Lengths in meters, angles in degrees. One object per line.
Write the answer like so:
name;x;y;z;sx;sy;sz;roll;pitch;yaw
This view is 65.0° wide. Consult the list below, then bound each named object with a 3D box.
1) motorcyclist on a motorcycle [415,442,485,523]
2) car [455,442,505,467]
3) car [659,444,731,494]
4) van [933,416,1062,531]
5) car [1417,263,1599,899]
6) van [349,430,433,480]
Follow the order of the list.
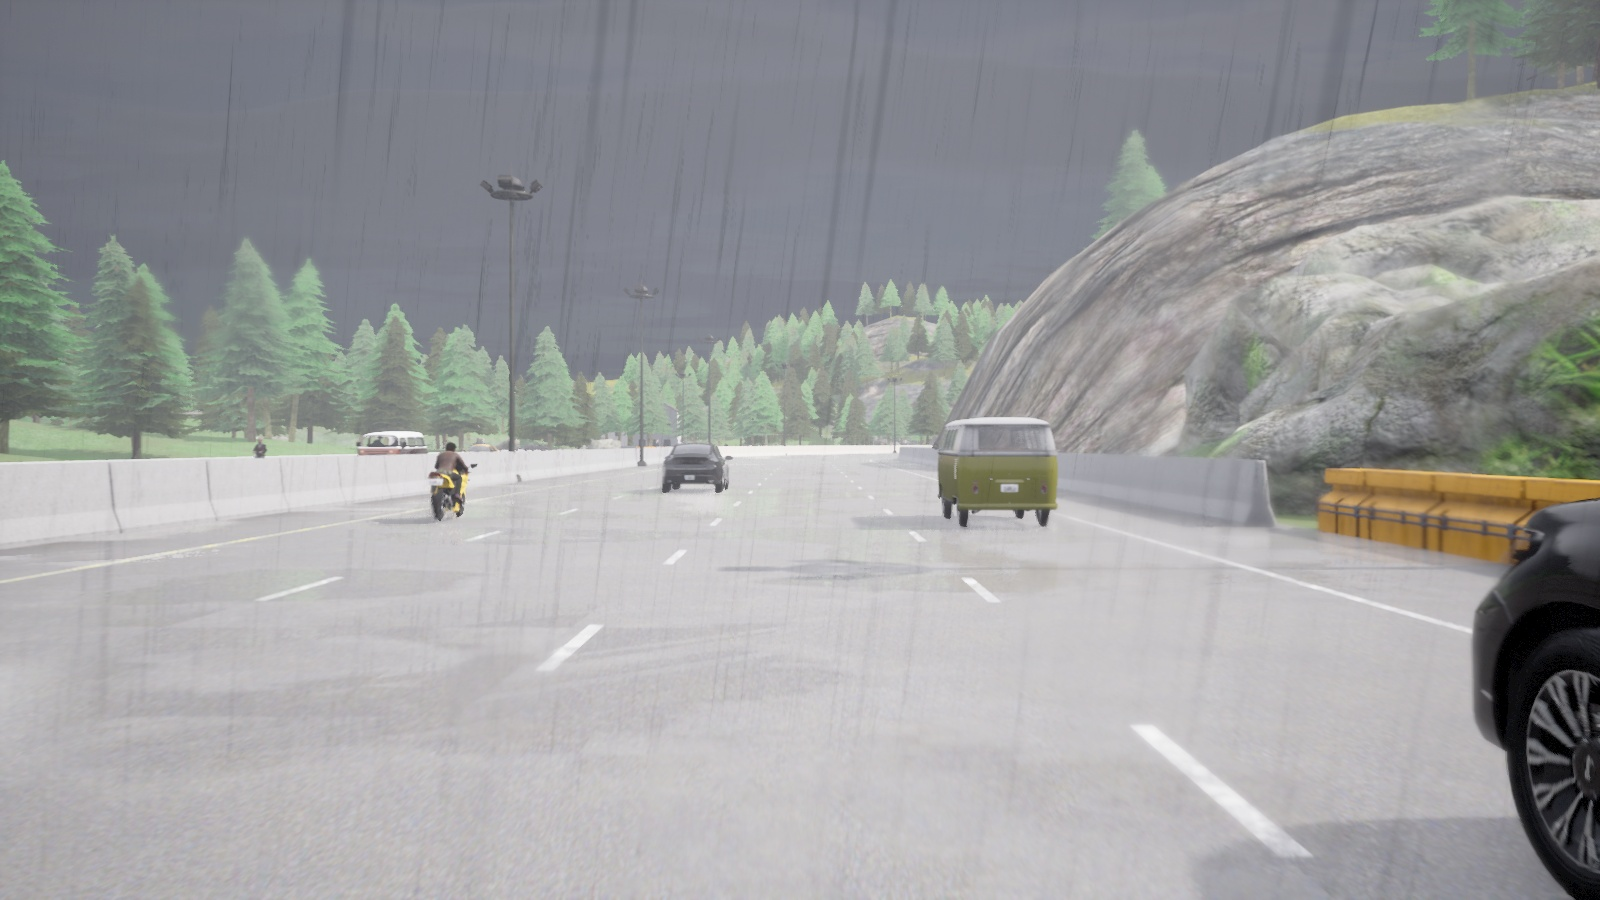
motorcyclist on a motorcycle;-6.845;0.601;24.639;0.797;1.523;2.044;0;0;0
car;-20.525;0.269;80.744;1.801;1.575;5.366;0;0;0
car;-3.258;0.551;39.876;1.837;1.490;4.892;0;0;0
van;3.652;0.385;23.965;1.775;1.987;4.442;0;0;0
car;3.528;0.458;2.230;2.150;2.045;5.566;0;0;0
van;-17.183;0.194;52.970;2.069;2.038;4.480;0;0;0
